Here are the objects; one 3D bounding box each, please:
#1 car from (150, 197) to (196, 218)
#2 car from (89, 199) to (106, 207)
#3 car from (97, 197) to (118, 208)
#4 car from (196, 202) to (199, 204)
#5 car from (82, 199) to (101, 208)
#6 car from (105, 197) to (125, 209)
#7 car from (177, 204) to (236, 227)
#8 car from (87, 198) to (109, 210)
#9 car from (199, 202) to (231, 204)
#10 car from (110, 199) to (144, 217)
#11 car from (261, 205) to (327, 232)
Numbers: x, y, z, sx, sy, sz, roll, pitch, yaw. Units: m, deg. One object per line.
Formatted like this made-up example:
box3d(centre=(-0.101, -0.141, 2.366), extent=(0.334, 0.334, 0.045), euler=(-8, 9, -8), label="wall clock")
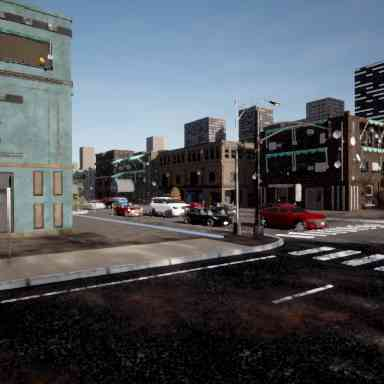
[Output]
box3d(centre=(-2.323, 1.552, 34.343), extent=(2.150, 2.045, 5.566), euler=(-1, 0, -36), label="car")
box3d(centre=(-19.395, 2.228, 68.148), extent=(1.887, 1.381, 4.507), euler=(-1, 0, -36), label="car")
box3d(centre=(-16.180, 1.940, 63.646), extent=(2.192, 1.841, 5.009), euler=(-1, 0, -36), label="car")
box3d(centre=(-0.074, 1.904, 41.137), extent=(1.802, 1.307, 4.206), euler=(-2, 0, -36), label="car")
box3d(centre=(-19.206, 2.159, 63.449), extent=(2.128, 1.511, 4.902), euler=(-1, 0, -36), label="car")
box3d(centre=(-13.428, 2.066, 55.370), extent=(1.837, 1.490, 4.892), euler=(-1, 0, -36), label="car")
box3d(centre=(1.084, 1.814, 24.902), extent=(1.947, 1.339, 4.313), euler=(-2, 0, -36), label="car")
box3d(centre=(-15.276, 2.106, 52.594), extent=(1.812, 1.442, 4.674), euler=(-1, 0, -35), label="car")
box3d(centre=(3.145, 1.809, 36.634), extent=(2.008, 1.369, 4.403), euler=(-2, 0, -36), label="car")
box3d(centre=(-6.892, 1.846, 36.259), extent=(1.967, 1.590, 4.097), euler=(-1, 0, -36), label="car")
box3d(centre=(6.372, 1.629, 21.742), extent=(1.882, 1.535, 5.008), euler=(-1, -1, -32), label="car")
